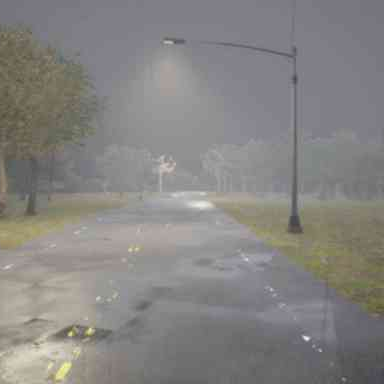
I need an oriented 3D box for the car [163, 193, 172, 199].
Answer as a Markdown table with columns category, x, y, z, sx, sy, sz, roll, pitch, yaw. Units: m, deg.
| category | x | y | z | sx | sy | sz | roll | pitch | yaw |
| --- | --- | --- | --- | --- | --- | --- | --- | --- | --- |
| car | -6.580 | 0.952 | 88.927 | 2.097 | 1.767 | 4.553 | 0 | 1 | 1 |
